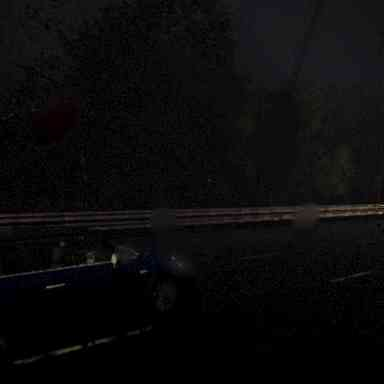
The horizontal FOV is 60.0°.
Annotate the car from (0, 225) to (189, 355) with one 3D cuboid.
[{"bbox_3d":[-2.172,1.355,5.666,4.553,1.767,2.097,0,0,-45],"label":"car"}]
